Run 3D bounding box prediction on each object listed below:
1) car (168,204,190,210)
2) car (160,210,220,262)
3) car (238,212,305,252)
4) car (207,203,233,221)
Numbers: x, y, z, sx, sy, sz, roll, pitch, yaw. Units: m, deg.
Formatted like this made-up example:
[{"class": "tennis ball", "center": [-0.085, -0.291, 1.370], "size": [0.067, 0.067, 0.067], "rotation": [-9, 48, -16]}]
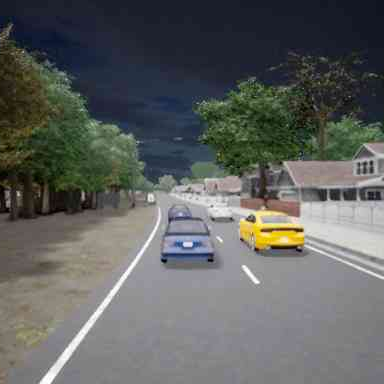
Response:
[{"class": "car", "center": [-1.067, 1.740, 28.621], "size": [1.994, 1.385, 4.181], "rotation": [0, 0, -4]}, {"class": "car", "center": [-0.189, 1.648, 12.592], "size": [2.033, 1.411, 5.357], "rotation": [0, 0, -2]}, {"class": "car", "center": [3.250, 1.587, 14.437], "size": [1.882, 1.535, 5.008], "rotation": [0, 0, -2]}, {"class": "car", "center": [2.392, 1.701, 29.267], "size": [1.812, 1.442, 4.674], "rotation": [0, 0, -4]}]
